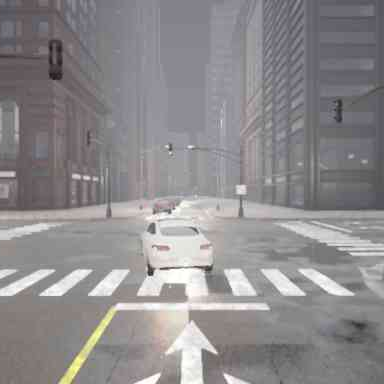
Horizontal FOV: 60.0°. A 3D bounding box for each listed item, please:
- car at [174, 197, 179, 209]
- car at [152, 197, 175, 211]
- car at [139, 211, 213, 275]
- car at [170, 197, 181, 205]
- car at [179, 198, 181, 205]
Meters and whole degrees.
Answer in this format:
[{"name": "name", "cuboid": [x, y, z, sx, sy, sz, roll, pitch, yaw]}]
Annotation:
[{"name": "car", "cuboid": [-3.073, 1.574, 44.187, 1.837, 1.490, 4.892, 0, 0, 0]}, {"name": "car", "cuboid": [-3.048, 1.578, 35.013, 1.812, 1.442, 4.674, 0, 0, 0]}, {"name": "car", "cuboid": [-0.634, 1.561, 10.580, 1.812, 1.442, 4.674, 0, 0, -12]}, {"name": "car", "cuboid": [-3.087, 1.680, 63.928, 1.994, 1.385, 4.181, 0, 0, 0]}, {"name": "car", "cuboid": [-3.046, 1.691, 54.017, 1.895, 1.301, 4.718, 0, 0, 0]}]
